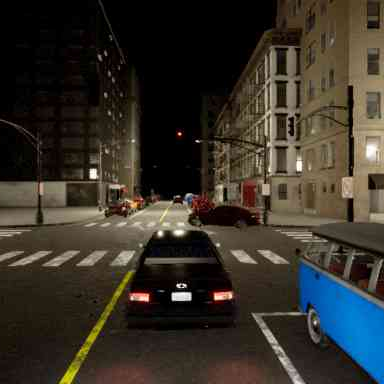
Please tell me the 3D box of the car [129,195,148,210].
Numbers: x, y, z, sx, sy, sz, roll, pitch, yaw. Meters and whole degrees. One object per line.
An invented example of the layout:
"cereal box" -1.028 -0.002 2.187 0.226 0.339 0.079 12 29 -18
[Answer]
"car" -7.114 1.315 41.039 2.192 1.841 5.009 0 0 -2

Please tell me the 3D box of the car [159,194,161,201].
"car" -8.518 1.572 73.466 1.802 1.307 4.206 0 0 -2

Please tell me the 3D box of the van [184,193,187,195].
"van" -0.501 1.332 73.813 1.690 1.788 3.998 0 0 -2

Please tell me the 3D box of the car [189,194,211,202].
"car" 1.137 1.315 35.982 2.192 1.841 5.009 0 0 -2

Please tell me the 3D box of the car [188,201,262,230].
"car" 2.042 1.545 21.017 4.674 1.442 1.812 0 1 21

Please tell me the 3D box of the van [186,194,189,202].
"van" 0.435 1.339 52.196 1.690 1.788 3.998 0 0 -2

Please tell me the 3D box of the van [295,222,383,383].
"van" 2.534 1.341 3.723 1.690 1.788 3.998 0 0 -2

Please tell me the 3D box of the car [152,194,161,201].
"car" -8.986 1.427 84.275 1.967 1.590 4.097 0 0 -2

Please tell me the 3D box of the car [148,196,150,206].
"car" -7.341 1.525 46.274 1.752 1.417 4.829 0 0 -2

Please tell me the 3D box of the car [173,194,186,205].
"car" -2.571 1.543 60.650 2.033 1.411 5.357 0 0 -2

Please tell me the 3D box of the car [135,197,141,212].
"car" -6.873 1.526 35.465 1.752 1.417 4.829 0 0 -2

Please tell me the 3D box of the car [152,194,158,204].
"car" -8.050 1.545 62.657 2.008 1.369 4.403 0 0 -2

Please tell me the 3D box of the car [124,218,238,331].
"car" -0.260 1.547 7.278 2.033 1.411 5.357 0 0 -2

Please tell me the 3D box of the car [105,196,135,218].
"car" -6.646 1.440 30.231 1.967 1.590 4.097 0 0 -2

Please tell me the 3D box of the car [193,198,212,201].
"car" 1.371 1.545 30.578 1.887 1.381 4.507 0 0 -2

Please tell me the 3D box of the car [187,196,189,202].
"car" 0.669 1.544 46.791 1.887 1.381 4.507 0 0 -2

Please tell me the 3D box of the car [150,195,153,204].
"car" -7.582 1.564 51.848 1.947 1.339 4.313 0 0 -2

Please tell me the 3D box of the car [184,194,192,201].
"car" -0.969 1.427 84.622 1.967 1.590 4.097 0 0 -2

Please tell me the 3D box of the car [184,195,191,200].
"car" -1.203 1.530 90.026 1.887 1.381 4.507 0 0 -2

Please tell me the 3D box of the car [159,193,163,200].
"car" -8.752 1.304 78.870 2.192 1.841 5.009 0 0 -2
